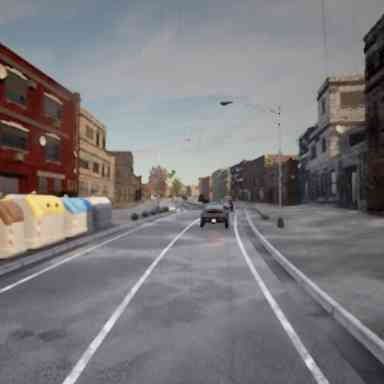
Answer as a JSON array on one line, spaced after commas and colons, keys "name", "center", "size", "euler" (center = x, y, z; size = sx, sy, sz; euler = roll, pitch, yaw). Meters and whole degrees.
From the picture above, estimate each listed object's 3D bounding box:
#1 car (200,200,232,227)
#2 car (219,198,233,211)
[{"name": "car", "center": [1.643, 1.528, 23.136], "size": [1.837, 1.490, 4.892], "euler": [0, 0, 7]}, {"name": "car", "center": [4.112, 1.584, 41.418], "size": [2.033, 1.649, 4.856], "euler": [0, -2, 8]}]
